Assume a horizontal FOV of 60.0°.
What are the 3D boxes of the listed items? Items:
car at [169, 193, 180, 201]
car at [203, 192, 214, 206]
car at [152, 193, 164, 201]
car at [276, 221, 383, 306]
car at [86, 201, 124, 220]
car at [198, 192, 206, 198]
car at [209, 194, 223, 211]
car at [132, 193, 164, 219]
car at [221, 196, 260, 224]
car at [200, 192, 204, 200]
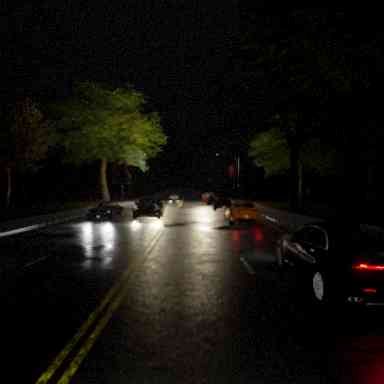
[{"bbox_3d":[-3.561,0.990,67.345,1.812,1.442,4.674,0,1,0],"label":"car"},{"bbox_3d":[3.127,1.005,46.756,2.097,1.767,4.553,0,0,0],"label":"car"},{"bbox_3d":[-6.806,0.971,66.889,1.837,1.490,4.892,0,1,0],"label":"car"},{"bbox_3d":[3.348,1.441,7.808,1.837,1.490,4.892,0,0,0],"label":"car"},{"bbox_3d":[-6.623,1.410,25.669,1.895,1.301,4.718,0,0,0],"label":"car"},{"bbox_3d":[2.637,0.780,90.827,1.994,1.385,4.181,0,1,-1],"label":"car"},{"bbox_3d":[3.190,1.240,35.777,1.837,1.490,4.892,0,0,0],"label":"car"},{"bbox_3d":[-3.375,1.156,26.376,2.097,1.767,4.553,0,0,0],"label":"car"},{"bbox_3d":[3.333,1.306,22.828,1.882,1.535,5.008,0,0,0],"label":"car"},{"bbox_3d":[3.041,0.911,57.766,2.097,1.767,4.553,0,1,-1],"label":"car"}]
